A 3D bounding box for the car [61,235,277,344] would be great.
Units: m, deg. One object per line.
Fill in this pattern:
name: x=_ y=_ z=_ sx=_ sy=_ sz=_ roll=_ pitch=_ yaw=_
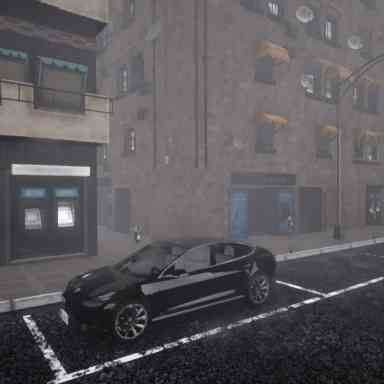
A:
car: x=-0.202 y=1.566 z=6.431 sx=4.313 sy=1.339 sz=1.947 roll=0 pitch=0 yaw=-36
